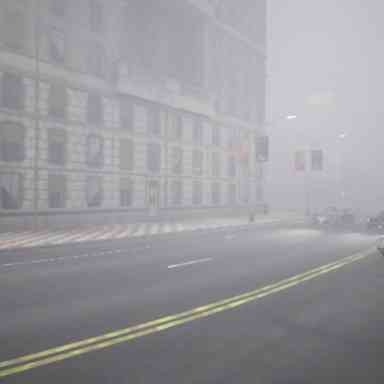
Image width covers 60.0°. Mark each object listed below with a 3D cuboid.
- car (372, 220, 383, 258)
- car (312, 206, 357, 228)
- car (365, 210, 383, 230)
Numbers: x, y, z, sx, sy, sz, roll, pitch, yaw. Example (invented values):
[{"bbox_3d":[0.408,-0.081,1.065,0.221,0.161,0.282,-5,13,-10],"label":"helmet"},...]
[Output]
[{"bbox_3d":[8.435,1.754,12.161,1.895,1.301,4.718,0,-1,44],"label":"car"},{"bbox_3d":[10.567,1.757,24.514,2.128,1.511,4.902,0,-1,44],"label":"car"},{"bbox_3d":[13.267,1.866,22.267,1.895,1.301,4.718,0,-1,44],"label":"car"}]
